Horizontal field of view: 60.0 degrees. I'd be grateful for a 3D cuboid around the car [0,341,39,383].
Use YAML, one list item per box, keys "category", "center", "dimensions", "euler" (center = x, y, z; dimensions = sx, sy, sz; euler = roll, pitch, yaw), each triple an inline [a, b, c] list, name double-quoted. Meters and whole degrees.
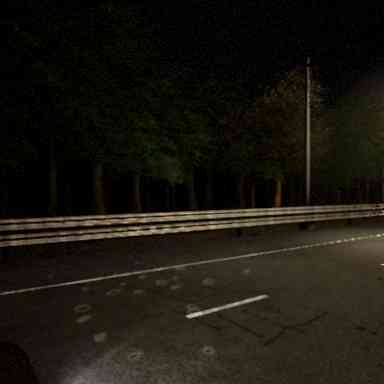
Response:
- category: "car"
  center: [-3.428, 1.552, 1.303]
  dimensions: [5.357, 1.411, 2.033]
  euler: [0, 0, -36]
